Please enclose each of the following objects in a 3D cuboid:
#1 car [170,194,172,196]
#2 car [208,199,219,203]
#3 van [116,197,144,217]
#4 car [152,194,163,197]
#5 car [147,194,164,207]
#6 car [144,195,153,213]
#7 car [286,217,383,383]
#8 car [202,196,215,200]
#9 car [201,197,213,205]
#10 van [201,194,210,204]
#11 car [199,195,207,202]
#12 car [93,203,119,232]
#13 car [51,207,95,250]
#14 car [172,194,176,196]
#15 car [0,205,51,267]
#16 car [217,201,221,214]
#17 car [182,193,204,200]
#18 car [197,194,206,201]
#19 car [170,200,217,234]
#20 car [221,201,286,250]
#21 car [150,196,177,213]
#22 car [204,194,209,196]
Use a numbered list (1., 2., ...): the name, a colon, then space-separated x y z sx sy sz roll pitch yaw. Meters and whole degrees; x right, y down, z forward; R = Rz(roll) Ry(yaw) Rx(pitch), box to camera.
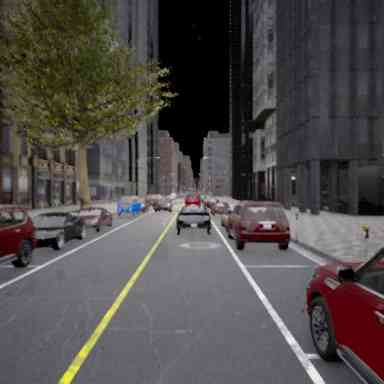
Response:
1. car: -5.881 1.465 70.569 1.967 1.590 4.097 0 0 0
2. car: 2.657 1.562 31.083 1.802 1.307 4.206 0 0 0
3. van: -5.868 1.321 31.093 1.690 1.788 3.998 0 0 0
4. car: -5.874 1.307 48.012 2.192 1.841 5.009 0 0 0
5. car: -5.875 1.312 53.651 2.192 1.841 5.009 0 0 0
6. car: -5.870 1.424 36.732 1.967 1.590 4.097 0 0 0
7. car: 2.668 1.311 2.890 2.192 1.841 5.009 0 0 0
8. car: 2.654 1.533 42.362 1.887 1.381 4.507 0 0 0
9. car: 2.648 1.570 59.279 1.947 1.339 4.313 0 0 0
10. van: 2.645 1.355 64.918 1.690 1.788 3.998 0 0 0
11. car: 2.641 1.584 82.042 1.752 1.417 4.829 0 0 1
12. car: -5.863 1.558 19.813 1.802 1.307 4.206 0 0 0
13. car: -5.861 1.547 14.176 1.947 1.339 4.313 0 0 0
14. car: -5.894 1.599 87.285 1.752 1.417 4.829 0 0 1
15. car: -5.860 1.304 8.535 2.192 1.841 5.009 0 0 0
16. car: 2.662 1.502 19.976 1.752 1.417 4.829 0 0 0
17. car: 0.086 1.213 45.210 2.150 2.045 5.566 0 0 0
18. car: 2.637 1.409 93.110 2.192 1.841 5.009 0 0 0
19. car: 0.093 1.468 19.219 2.128 1.511 4.902 0 0 0
20. car: 2.664 1.297 14.168 2.192 1.841 5.009 0 0 0
21. car: -3.079 1.532 37.015 2.033 1.411 5.357 0 0 0
22. car: 2.652 1.433 48.001 1.967 1.590 4.097 0 0 0
